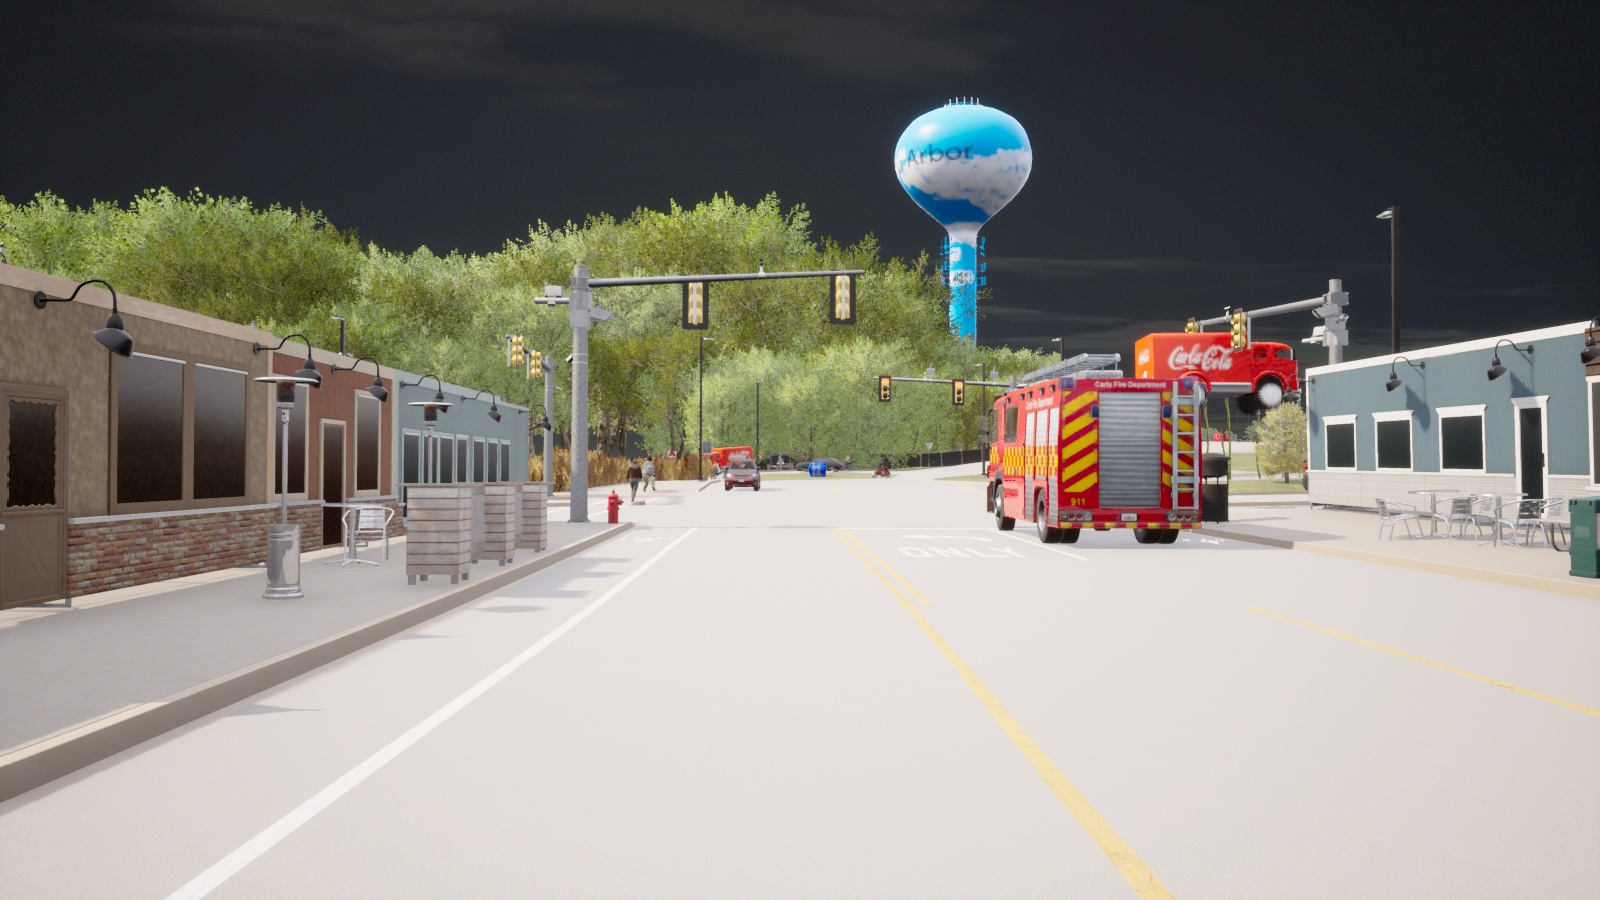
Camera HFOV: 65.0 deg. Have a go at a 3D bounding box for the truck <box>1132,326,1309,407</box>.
[{"bbox_3d":[14.464,-2.840,43.500,5.204,2.467,2.627,0,-3,0],"label":"truck"}]

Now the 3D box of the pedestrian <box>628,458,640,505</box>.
[{"bbox_3d":[-6.665,1.272,50.552,0.376,1.854,0.720,0,-1,1],"label":"pedestrian"}]

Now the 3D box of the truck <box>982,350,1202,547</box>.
[{"bbox_3d":[6.313,0.008,28.718,2.891,3.827,8.468,0,-1,-1],"label":"truck"}]

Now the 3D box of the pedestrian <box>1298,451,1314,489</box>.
[{"bbox_3d":[24.794,0.998,61.576,0.636,1.846,0.331,0,-1,-8],"label":"pedestrian"}]

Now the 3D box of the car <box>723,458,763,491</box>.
[{"bbox_3d":[-2.920,1.248,64.968,1.851,1.617,3.988,0,1,0],"label":"car"}]

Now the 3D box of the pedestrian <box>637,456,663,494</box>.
[{"bbox_3d":[-7.368,1.216,61.734,0.900,1.855,0.874,-1,-1,34],"label":"pedestrian"}]
